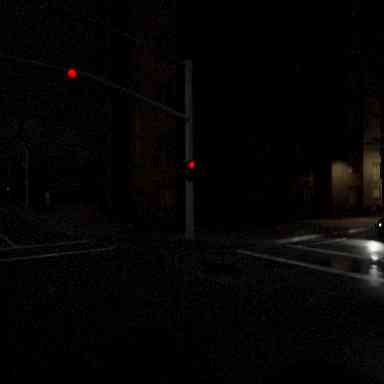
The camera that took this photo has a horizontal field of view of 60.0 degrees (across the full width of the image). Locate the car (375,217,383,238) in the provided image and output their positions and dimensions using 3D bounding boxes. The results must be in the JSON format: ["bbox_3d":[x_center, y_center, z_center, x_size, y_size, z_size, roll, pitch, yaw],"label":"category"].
[{"bbox_3d":[10.630,1.399,15.849,4.892,1.490,1.837,0,0,-35],"label":"car"}]
